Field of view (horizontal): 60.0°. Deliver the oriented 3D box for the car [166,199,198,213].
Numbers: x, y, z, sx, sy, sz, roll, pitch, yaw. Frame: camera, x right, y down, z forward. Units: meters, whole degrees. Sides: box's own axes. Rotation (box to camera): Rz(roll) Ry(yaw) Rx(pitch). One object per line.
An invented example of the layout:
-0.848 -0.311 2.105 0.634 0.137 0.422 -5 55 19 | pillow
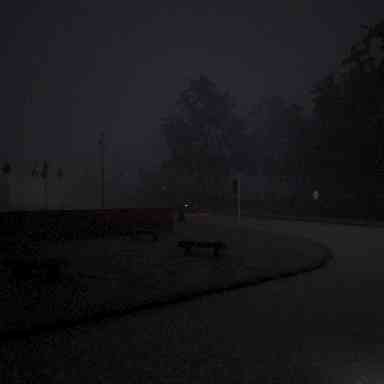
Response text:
-1.150 1.526 35.698 1.812 1.442 4.674 0 0 -35 | car
